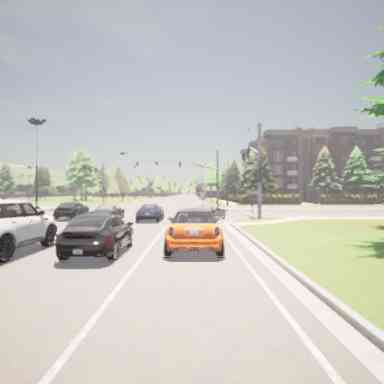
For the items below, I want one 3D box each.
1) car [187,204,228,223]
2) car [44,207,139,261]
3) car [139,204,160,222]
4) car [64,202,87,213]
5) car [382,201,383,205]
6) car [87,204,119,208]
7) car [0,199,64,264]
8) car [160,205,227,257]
[{"bbox_3d":[1.407,1.696,27.627,1.895,1.301,4.718,0,0,22],"label":"car"},{"bbox_3d":[-3.424,1.549,12.416,1.837,1.490,4.892,0,0,0],"label":"car"},{"bbox_3d":[-3.422,1.659,27.618,1.994,1.385,4.181,0,0,0],"label":"car"},{"bbox_3d":[-10.418,1.606,29.164,1.837,1.490,4.892,0,0,0],"label":"car"},{"bbox_3d":[33.994,1.787,54.626,4.718,1.301,1.895,0,0,0],"label":"car"},{"bbox_3d":[-6.921,1.696,27.891,1.895,1.301,4.718,0,0,0],"label":"car"},{"bbox_3d":[-6.924,1.263,12.095,2.150,2.045,5.566,0,0,0],"label":"car"},{"bbox_3d":[0.079,1.399,13.333,2.097,1.767,4.553,0,0,0],"label":"car"}]
